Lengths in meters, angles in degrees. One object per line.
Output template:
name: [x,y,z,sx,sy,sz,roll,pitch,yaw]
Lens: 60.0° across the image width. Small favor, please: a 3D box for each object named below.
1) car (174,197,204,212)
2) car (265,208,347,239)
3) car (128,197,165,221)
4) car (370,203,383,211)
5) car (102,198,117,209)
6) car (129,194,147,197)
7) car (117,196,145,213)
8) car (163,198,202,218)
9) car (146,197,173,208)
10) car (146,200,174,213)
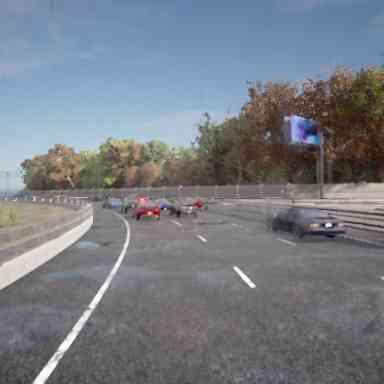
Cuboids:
car: [-0.455,1.447,39.763,1.882,1.535,5.008,0,0,-23]
car: [5.542,1.495,16.955,2.033,1.411,5.357,0,0,-9]
car: [-3.916,1.481,27.934,1.882,1.535,5.008,0,0,-16]
car: [22.249,1.326,36.638,4.892,1.490,1.837,0,0,10]
car: [-11.272,1.585,46.964,2.033,1.411,5.357,0,0,-28]
car: [-8.080,1.238,48.408,2.150,2.045,5.566,0,0,-28]
car: [-6.739,1.520,36.622,1.837,1.490,4.892,0,0,-20]
car: [-0.868,1.472,30.043,2.128,1.511,4.902,0,0,-16]
car: [-4.970,1.539,50.013,2.033,1.411,5.357,0,0,-28]
car: [-3.775,1.594,38.653,1.895,1.301,4.718,0,0,-23]
